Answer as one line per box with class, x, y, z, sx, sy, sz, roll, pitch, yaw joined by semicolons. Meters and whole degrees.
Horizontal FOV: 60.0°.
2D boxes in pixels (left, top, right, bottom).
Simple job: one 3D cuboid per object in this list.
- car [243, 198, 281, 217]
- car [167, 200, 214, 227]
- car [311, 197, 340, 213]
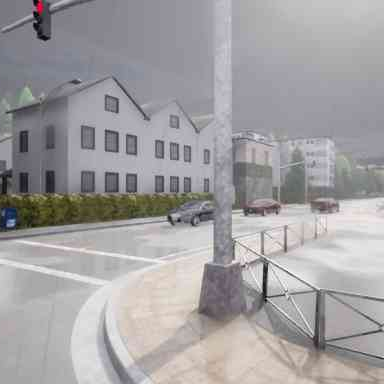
car;6.322;1.289;29.706;1.882;1.535;5.008;0;0;35
car;0.400;1.303;21.349;2.128;1.511;4.902;0;0;35
car;13.505;1.289;33.618;1.882;1.535;5.008;0;0;35
